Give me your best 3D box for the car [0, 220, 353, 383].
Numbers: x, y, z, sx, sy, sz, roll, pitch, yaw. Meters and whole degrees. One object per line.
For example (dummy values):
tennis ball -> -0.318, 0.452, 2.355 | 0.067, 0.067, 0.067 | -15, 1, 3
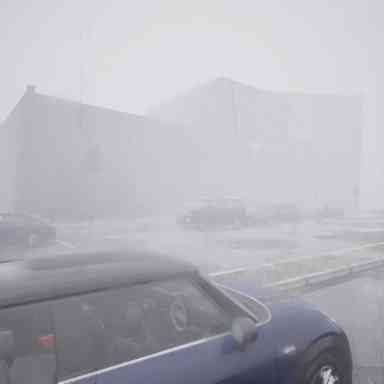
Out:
car -> -0.523, 1.354, 3.069 | 4.553, 1.767, 2.097 | 0, 0, -36

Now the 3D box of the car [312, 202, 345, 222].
car -> 10.113, 1.535, 25.952 | 4.674, 1.452, 2.002 | 0, -2, -36

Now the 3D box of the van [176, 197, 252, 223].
van -> 1.099, 1.251, 19.462 | 4.442, 1.987, 1.878 | 0, 0, -36

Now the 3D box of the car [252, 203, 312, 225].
car -> 5.657, 1.516, 22.734 | 4.792, 1.488, 2.163 | 0, 0, -36

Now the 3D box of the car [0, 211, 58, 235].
car -> -7.784, 1.499, 13.089 | 4.674, 1.452, 2.002 | 0, 0, -36
